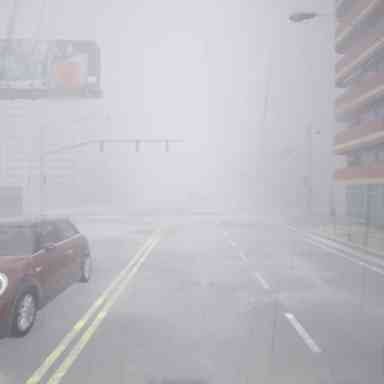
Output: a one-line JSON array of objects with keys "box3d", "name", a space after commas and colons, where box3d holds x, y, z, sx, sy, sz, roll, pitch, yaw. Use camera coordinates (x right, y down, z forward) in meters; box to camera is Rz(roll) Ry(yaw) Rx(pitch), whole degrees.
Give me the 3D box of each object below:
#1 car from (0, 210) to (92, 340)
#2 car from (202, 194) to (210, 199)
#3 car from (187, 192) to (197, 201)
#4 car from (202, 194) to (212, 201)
[{"box3d": [-3.589, 1.326, 6.558, 2.097, 1.767, 4.553, 0, 0, 0], "name": "car"}, {"box3d": [3.485, 1.089, 83.321, 1.994, 1.385, 4.181, 0, 0, 0], "name": "car"}, {"box3d": [-0.014, 1.234, 73.622, 2.128, 1.511, 4.902, 0, 0, 0], "name": "car"}, {"box3d": [3.486, 1.206, 74.432, 1.837, 1.490, 4.892, 0, 0, 0], "name": "car"}]
